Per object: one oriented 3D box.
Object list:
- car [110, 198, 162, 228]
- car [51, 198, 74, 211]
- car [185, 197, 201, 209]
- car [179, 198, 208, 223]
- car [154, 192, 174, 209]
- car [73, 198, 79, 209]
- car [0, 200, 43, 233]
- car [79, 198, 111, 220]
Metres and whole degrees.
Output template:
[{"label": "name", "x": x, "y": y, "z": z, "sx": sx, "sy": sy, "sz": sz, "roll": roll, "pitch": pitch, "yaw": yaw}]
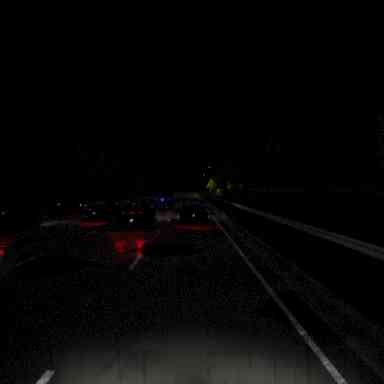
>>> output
[{"label": "car", "x": -3.397, "y": 1.370, "z": 21.065, "sx": 2.128, "sy": 1.511, "sz": 4.902, "roll": 0, "pitch": 0, "yaw": 0}, {"label": "car", "x": -13.908, "y": 1.330, "z": 37.227, "sx": 2.033, "sy": 1.411, "sz": 5.357, "roll": 0, "pitch": 0, "yaw": 0}, {"label": "car", "x": 0.100, "y": 1.358, "z": 41.756, "sx": 1.895, "sy": 1.301, "sz": 4.718, "roll": 0, "pitch": 0, "yaw": 0}, {"label": "car", "x": 0.103, "y": 1.338, "z": 23.929, "sx": 1.882, "sy": 1.535, "sz": 5.008, "roll": 0, "pitch": 0, "yaw": 0}, {"label": "car", "x": -3.401, "y": 0.986, "z": 40.681, "sx": 2.150, "sy": 2.045, "sz": 5.566, "roll": 0, "pitch": 1, "yaw": 0}, {"label": "car", "x": -10.415, "y": 1.341, "z": 35.416, "sx": 2.033, "sy": 1.411, "sz": 5.357, "roll": 0, "pitch": 0, "yaw": 0}, {"label": "car", "x": -10.398, "y": 1.240, "z": 18.981, "sx": 2.097, "sy": 1.767, "sz": 4.553, "roll": 0, "pitch": 0, "yaw": 0}, {"label": "car", "x": -6.986, "y": 1.324, "z": 26.293, "sx": 1.882, "sy": 1.535, "sz": 5.008, "roll": 0, "pitch": 1, "yaw": 0}]
